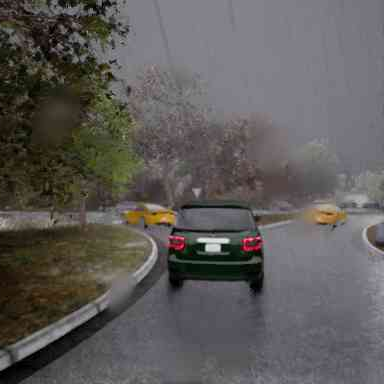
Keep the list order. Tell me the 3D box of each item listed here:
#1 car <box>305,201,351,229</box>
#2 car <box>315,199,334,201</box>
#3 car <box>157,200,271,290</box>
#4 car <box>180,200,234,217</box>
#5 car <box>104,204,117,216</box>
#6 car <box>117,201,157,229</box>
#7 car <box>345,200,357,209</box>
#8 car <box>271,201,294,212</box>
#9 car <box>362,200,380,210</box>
[{"bbox_3d":[9.297,1.584,22.878,1.882,1.535,5.008,0,-1,34],"label":"car"},{"bbox_3d":[15.948,1.656,40.855,4.553,1.767,2.097,1,-1,-34],"label":"car"},{"bbox_3d":[0.754,1.223,9.339,2.150,2.045,5.566,0,0,7],"label":"car"},{"bbox_3d":[1.463,1.543,32.899,5.008,1.535,1.882,0,0,-25],"label":"car"},{"bbox_3d":[-6.581,1.589,33.005,4.181,1.385,1.994,0,0,-14],"label":"car"},{"bbox_3d":[-3.039,1.492,22.105,1.882,1.535,5.008,0,0,-33],"label":"car"},{"bbox_3d":[25.427,2.043,53.995,1.994,1.385,4.181,0,0,37],"label":"car"},{"bbox_3d":[10.660,1.794,41.392,4.181,1.385,1.994,1,-1,-30],"label":"car"},{"bbox_3d":[28.025,2.025,51.879,2.033,1.411,5.357,0,0,38],"label":"car"}]
